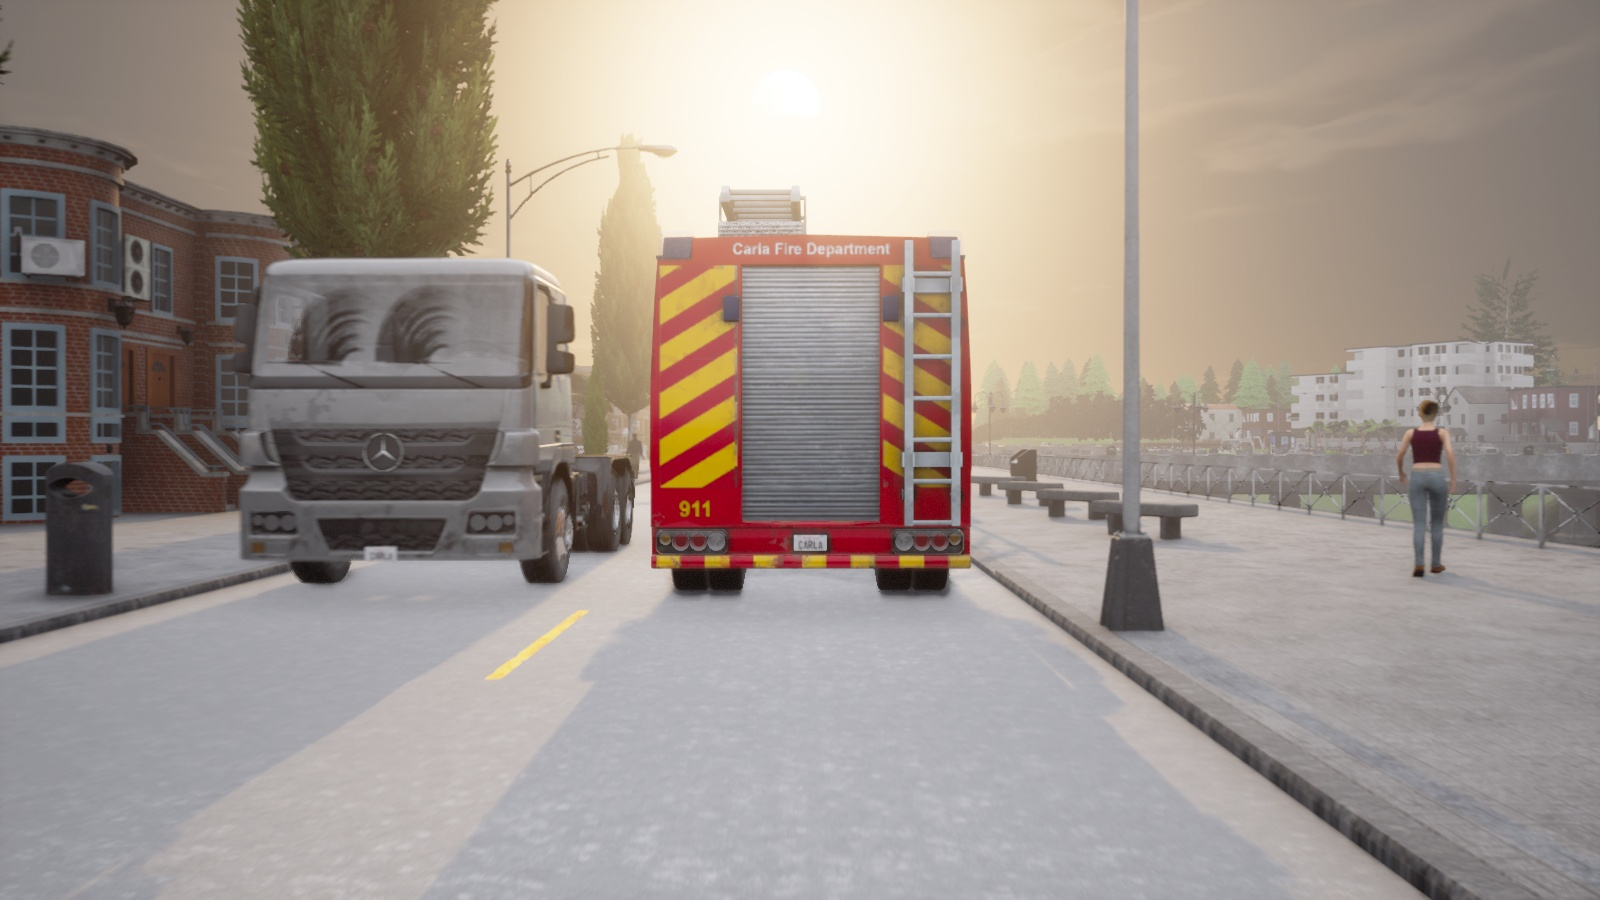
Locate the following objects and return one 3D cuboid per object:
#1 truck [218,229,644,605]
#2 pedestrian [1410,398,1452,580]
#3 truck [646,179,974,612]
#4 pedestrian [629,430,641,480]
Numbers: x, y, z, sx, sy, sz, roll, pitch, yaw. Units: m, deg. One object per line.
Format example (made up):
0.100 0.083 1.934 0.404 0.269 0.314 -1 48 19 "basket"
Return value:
-3.887 -0.326 15.530 2.891 3.462 7.936 0 0 0 "truck"
6.550 0.388 13.022 0.345 1.836 0.594 0 0 30 "pedestrian"
0.116 -0.505 15.339 2.891 3.827 8.468 0 0 0 "truck"
-6.218 0.184 47.294 0.370 1.835 0.726 0 0 -3 "pedestrian"
